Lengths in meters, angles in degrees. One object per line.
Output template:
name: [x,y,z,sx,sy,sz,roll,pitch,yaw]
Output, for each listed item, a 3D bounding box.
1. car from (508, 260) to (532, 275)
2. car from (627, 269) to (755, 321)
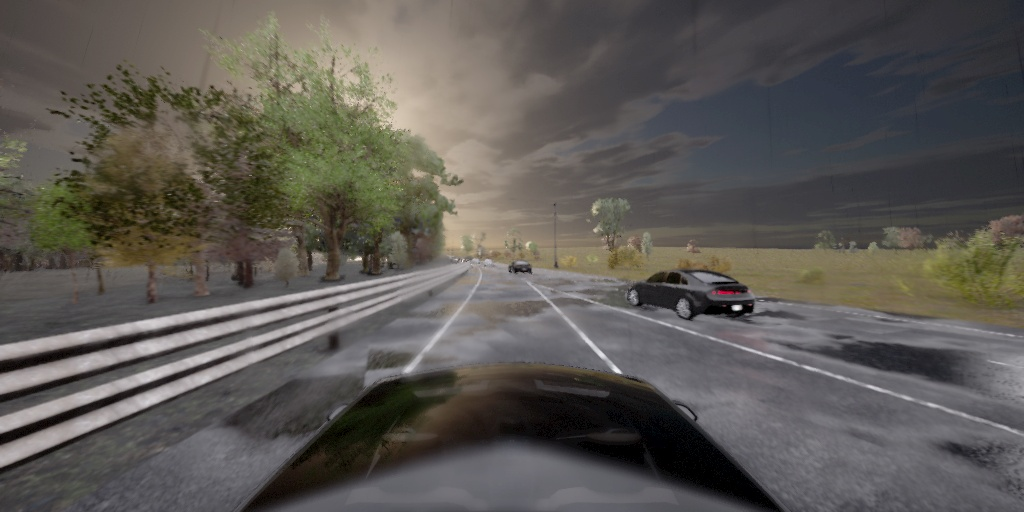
car: [0.811,1.199,38.846,1.882,1.535,5.008,0,0,-11]
car: [5.756,1.188,12.251,1.837,1.490,4.892,0,0,-11]
